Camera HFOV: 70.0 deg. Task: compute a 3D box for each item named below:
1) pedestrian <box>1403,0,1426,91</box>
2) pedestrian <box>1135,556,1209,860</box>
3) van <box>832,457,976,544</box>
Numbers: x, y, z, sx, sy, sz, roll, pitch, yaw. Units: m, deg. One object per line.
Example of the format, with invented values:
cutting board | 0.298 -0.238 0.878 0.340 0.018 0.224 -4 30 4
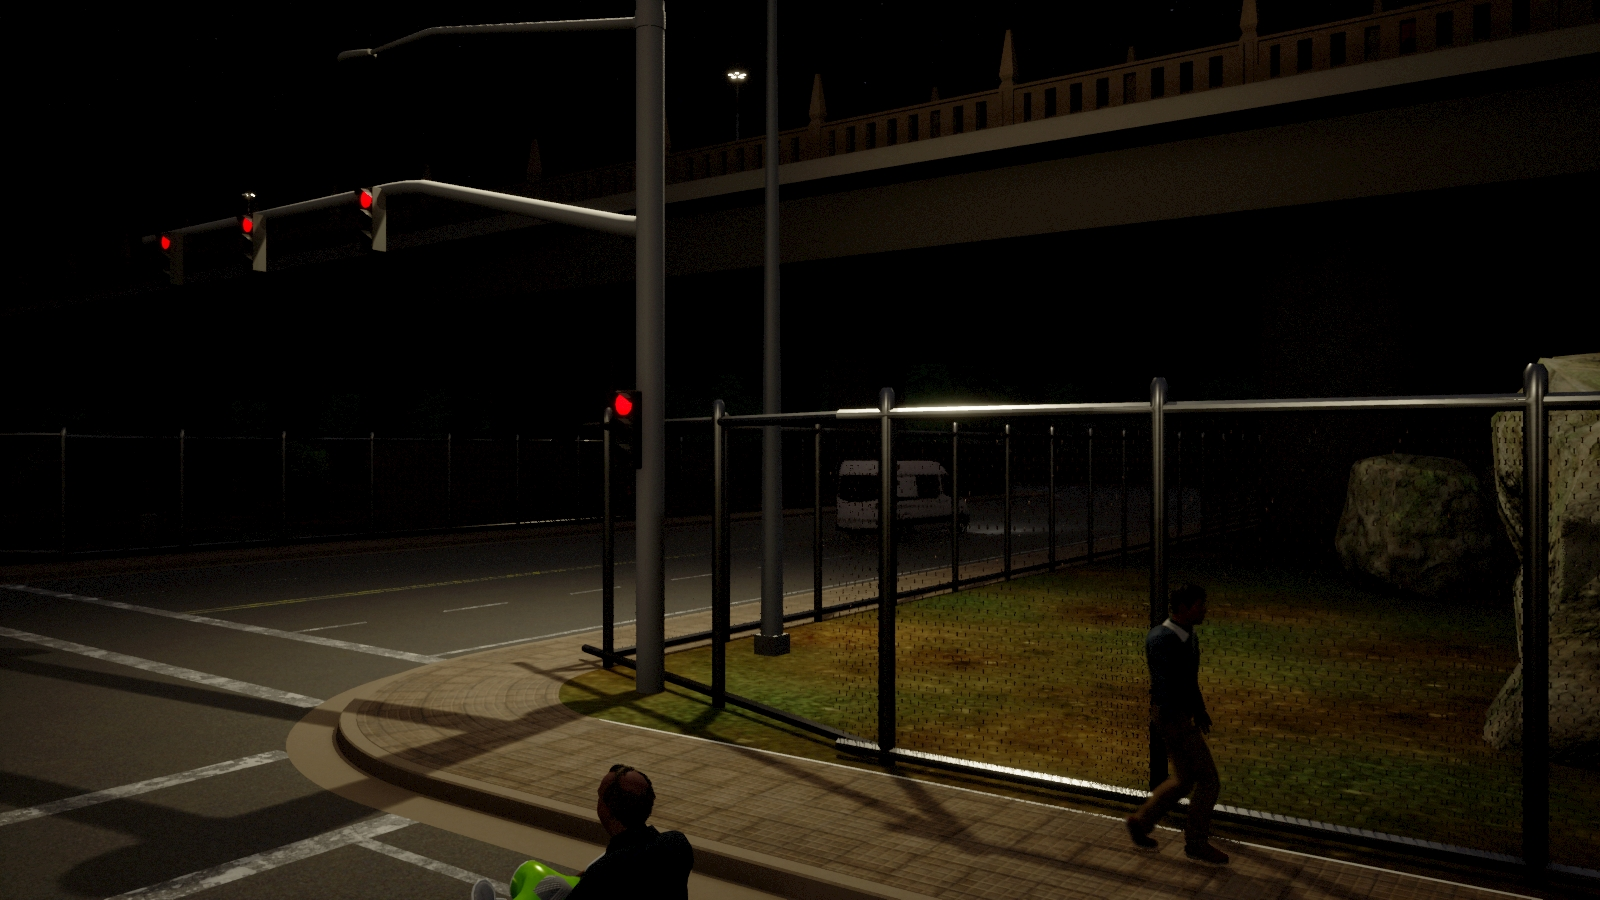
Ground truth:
pedestrian | 12.490 -8.303 23.222 0.375 1.860 0.375 0 0 35
pedestrian | 2.419 1.643 7.427 0.375 1.860 0.375 0 0 33
van | 3.500 1.534 37.113 1.988 2.561 5.915 0 0 35
